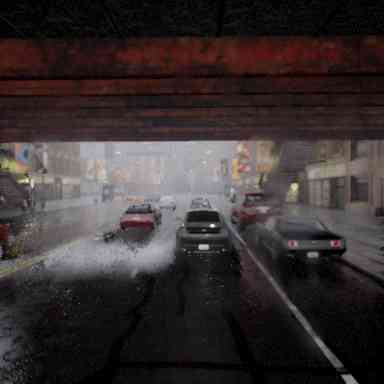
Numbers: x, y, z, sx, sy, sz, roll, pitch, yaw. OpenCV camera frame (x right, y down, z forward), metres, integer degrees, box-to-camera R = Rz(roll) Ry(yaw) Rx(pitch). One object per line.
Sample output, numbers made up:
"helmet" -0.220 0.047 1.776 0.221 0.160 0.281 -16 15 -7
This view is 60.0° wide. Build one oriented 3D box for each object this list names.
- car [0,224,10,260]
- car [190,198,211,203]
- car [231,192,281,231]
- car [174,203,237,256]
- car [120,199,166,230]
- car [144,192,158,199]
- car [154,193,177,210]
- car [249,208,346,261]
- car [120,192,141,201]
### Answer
"car" -6.889 1.414 8.709 1.882 1.535 5.008 0 1 1
"car" 0.751 1.239 29.778 2.033 1.411 5.357 0 1 1
"car" 3.522 1.019 19.001 2.435 2.045 5.566 0 1 1
"car" 0.419 1.376 12.484 1.837 1.490 4.892 0 1 1
"car" -2.928 1.372 19.754 1.994 1.385 4.181 0 1 1
"car" -6.078 0.852 51.081 2.097 1.767 4.553 0 1 1
"car" -2.659 1.164 36.202 1.812 1.442 4.674 0 1 1
"car" 3.444 1.462 11.609 1.895 1.301 4.718 0 1 1
"car" -9.532 0.845 53.060 2.097 1.767 4.553 0 1 1
